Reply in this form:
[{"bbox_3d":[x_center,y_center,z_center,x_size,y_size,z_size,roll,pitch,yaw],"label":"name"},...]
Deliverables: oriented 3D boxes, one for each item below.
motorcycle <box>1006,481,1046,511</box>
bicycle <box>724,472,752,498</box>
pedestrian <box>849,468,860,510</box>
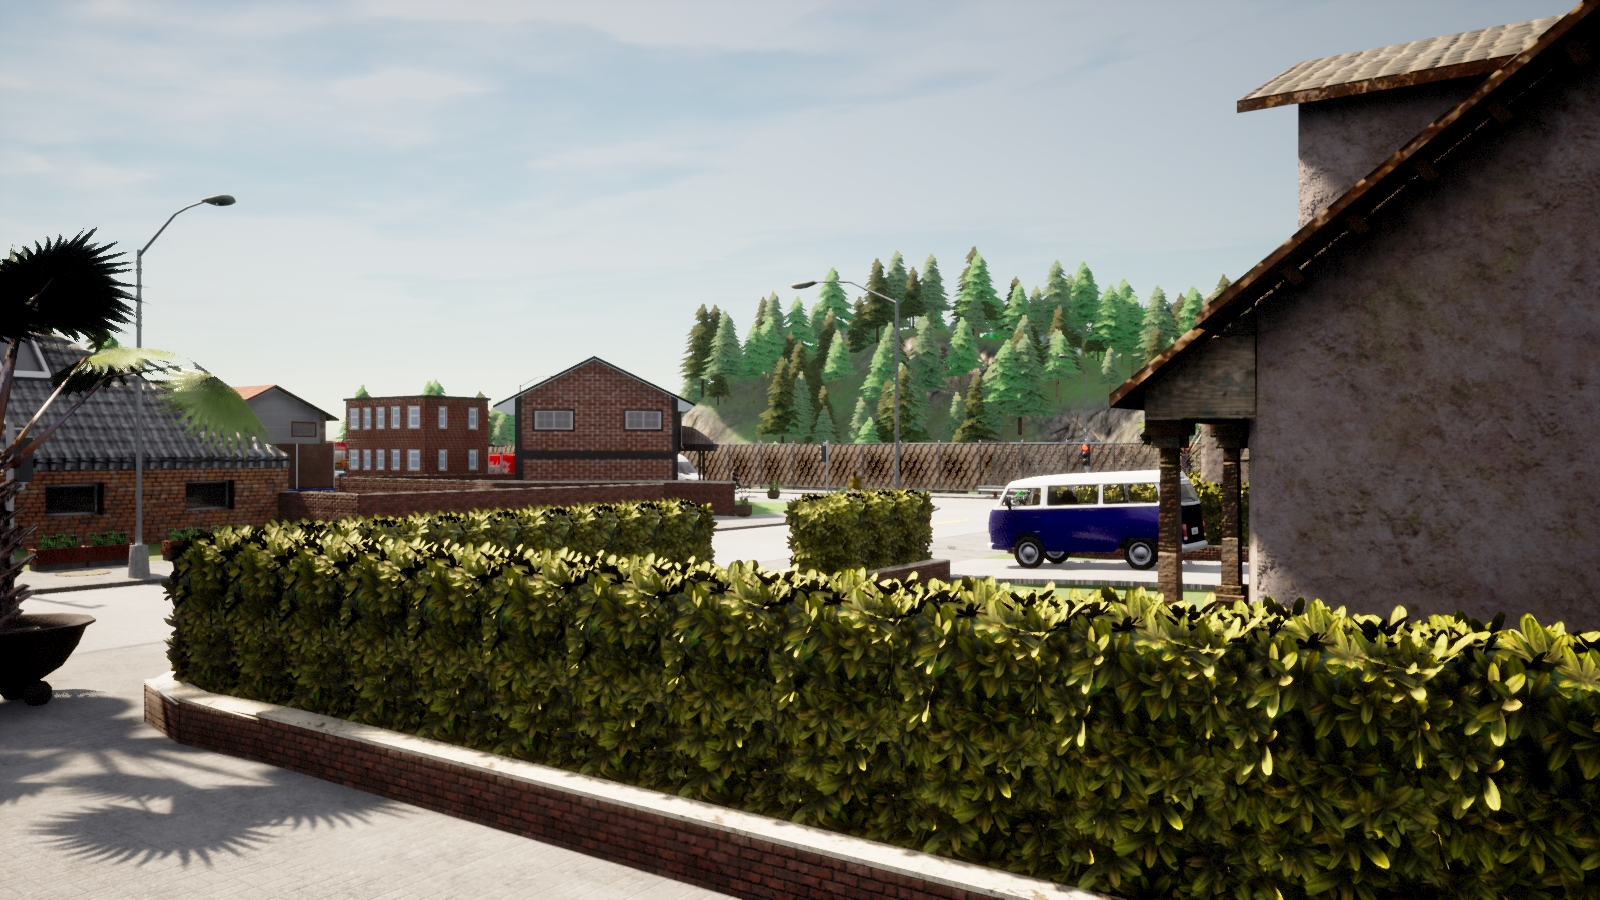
[{"bbox_3d":[10.583,2.133,53.423,1.805,1.316,0.856,0,2,-38],"label":"motorcycle"},{"bbox_3d":[-3.643,2.044,67.431,1.835,1.471,0.329,0,0,35],"label":"bicycle"},{"bbox_3d":[2.417,1.735,50.644,0.375,1.860,0.375,0,0,25],"label":"pedestrian"}]
